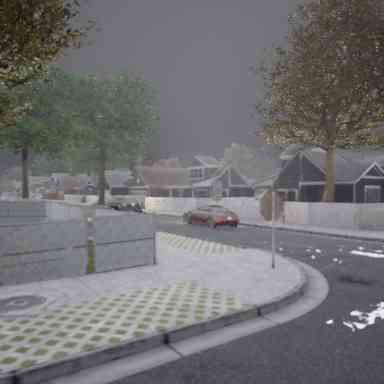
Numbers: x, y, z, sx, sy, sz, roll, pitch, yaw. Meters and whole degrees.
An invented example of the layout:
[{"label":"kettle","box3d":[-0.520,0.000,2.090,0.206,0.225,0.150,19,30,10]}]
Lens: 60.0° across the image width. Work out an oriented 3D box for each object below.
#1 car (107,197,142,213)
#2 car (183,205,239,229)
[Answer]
[{"label":"car","box3d":[-6.832,1.263,33.195,2.097,1.767,4.553,0,0,-36]},{"label":"car","box3d":[1.151,1.555,21.912,1.994,1.385,4.181,1,0,-34]}]
